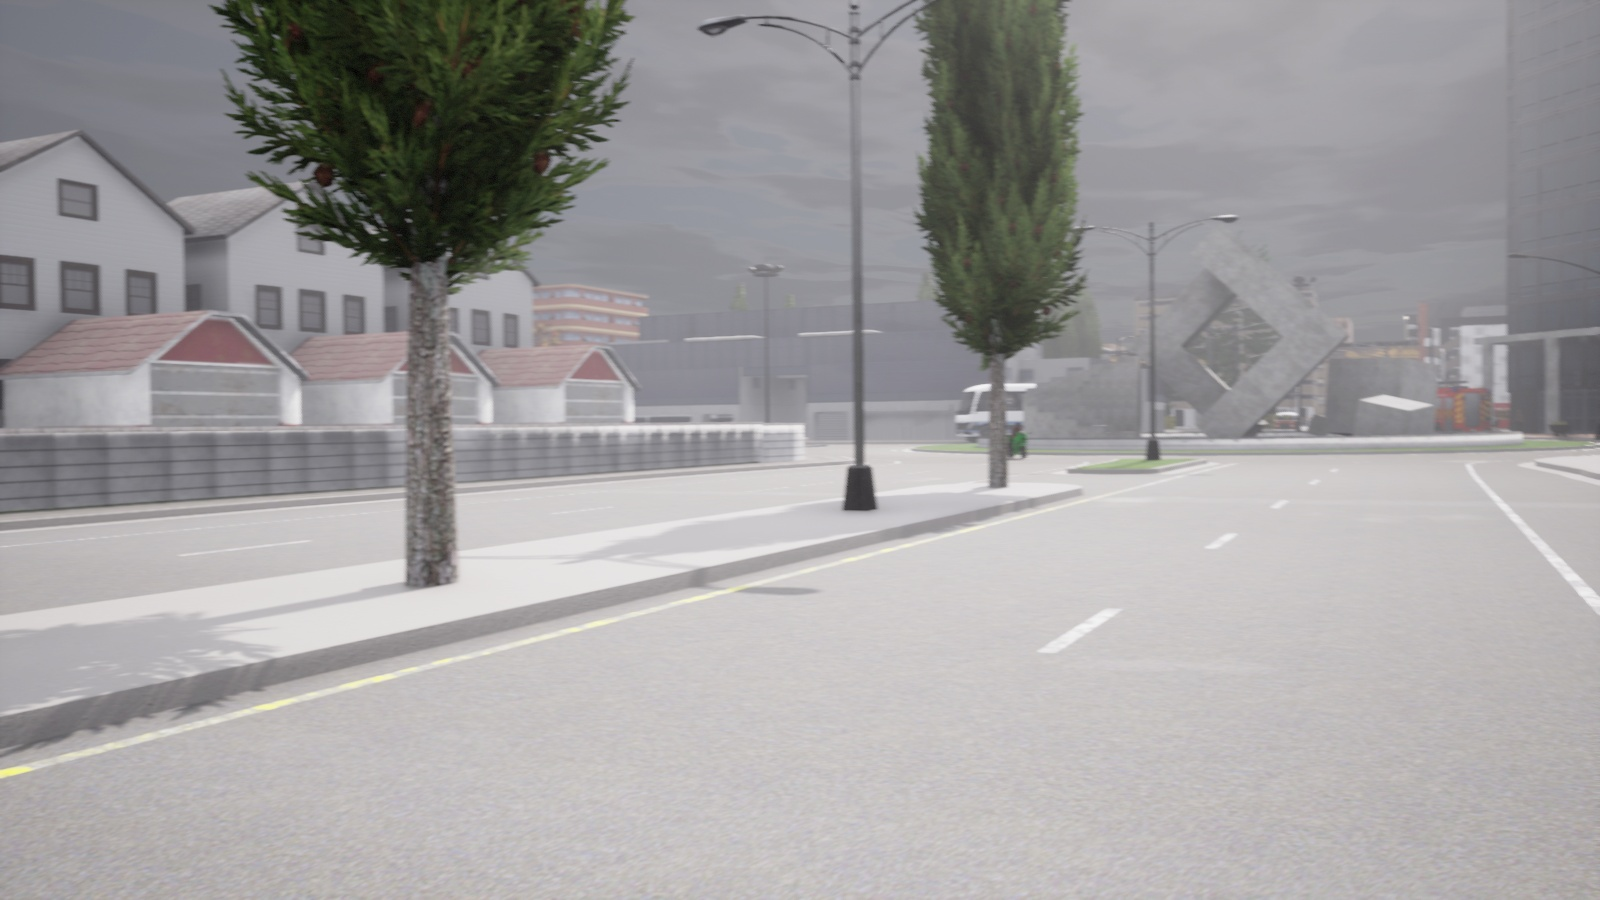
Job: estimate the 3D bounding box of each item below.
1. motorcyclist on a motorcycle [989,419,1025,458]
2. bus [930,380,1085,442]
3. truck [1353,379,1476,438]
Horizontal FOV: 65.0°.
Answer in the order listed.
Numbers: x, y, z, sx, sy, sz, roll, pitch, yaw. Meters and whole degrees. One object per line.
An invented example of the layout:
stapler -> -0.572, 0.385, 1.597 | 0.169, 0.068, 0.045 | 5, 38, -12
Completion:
motorcyclist on a motorcycle -> 8.401, -0.469, 51.039 | 0.797, 1.523, 2.044 | -2, 2, -10
bus -> 14.917, -2.784, 90.458 | 10.273, 4.253, 3.944 | -1, 1, -12
truck -> 41.735, -2.773, 85.659 | 2.891, 3.827, 8.468 | -1, 1, -12
